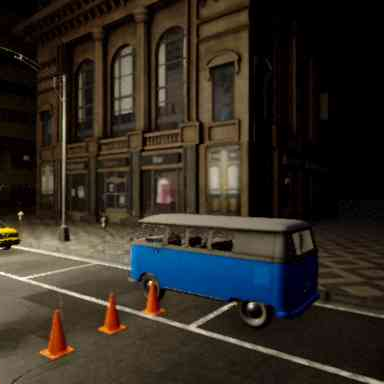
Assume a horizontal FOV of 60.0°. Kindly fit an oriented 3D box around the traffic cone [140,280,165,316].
[{"bbox_3d":[-0.749,1.990,6.357,0.340,0.580,0.340,0,0,36],"label":"traffic cone"}]

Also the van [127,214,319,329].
[{"bbox_3d":[0.465,1.380,6.765,3.998,1.788,1.690,0,0,36],"label":"van"}]

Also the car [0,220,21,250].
[{"bbox_3d":[-8.793,1.587,13.430,4.829,1.417,1.752,0,0,36],"label":"car"}]

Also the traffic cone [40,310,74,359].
[{"bbox_3d":[-1.918,1.980,4.734,0.340,0.580,0.340,0,0,36],"label":"traffic cone"}]

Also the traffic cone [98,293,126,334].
[{"bbox_3d":[-1.334,1.985,5.546,0.340,0.580,0.340,0,0,36],"label":"traffic cone"}]
